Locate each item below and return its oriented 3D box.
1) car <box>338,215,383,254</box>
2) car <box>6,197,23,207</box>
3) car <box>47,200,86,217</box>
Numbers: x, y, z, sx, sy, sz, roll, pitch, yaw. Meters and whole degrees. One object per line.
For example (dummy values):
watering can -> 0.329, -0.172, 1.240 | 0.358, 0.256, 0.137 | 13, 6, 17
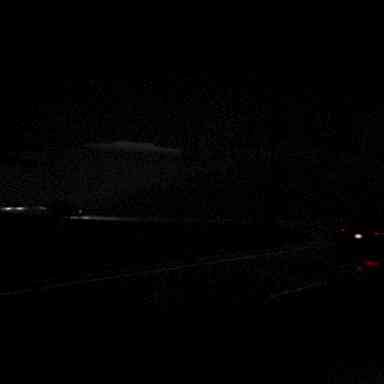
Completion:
car -> 7.889, 1.653, 13.680 | 4.181, 1.385, 1.994 | 0, 0, -36
car -> -27.111, 1.523, 50.767 | 1.882, 1.535, 5.008 | 0, -1, -34
car -> -12.305, 1.546, 32.514 | 4.902, 1.511, 2.128 | 0, 0, 39
